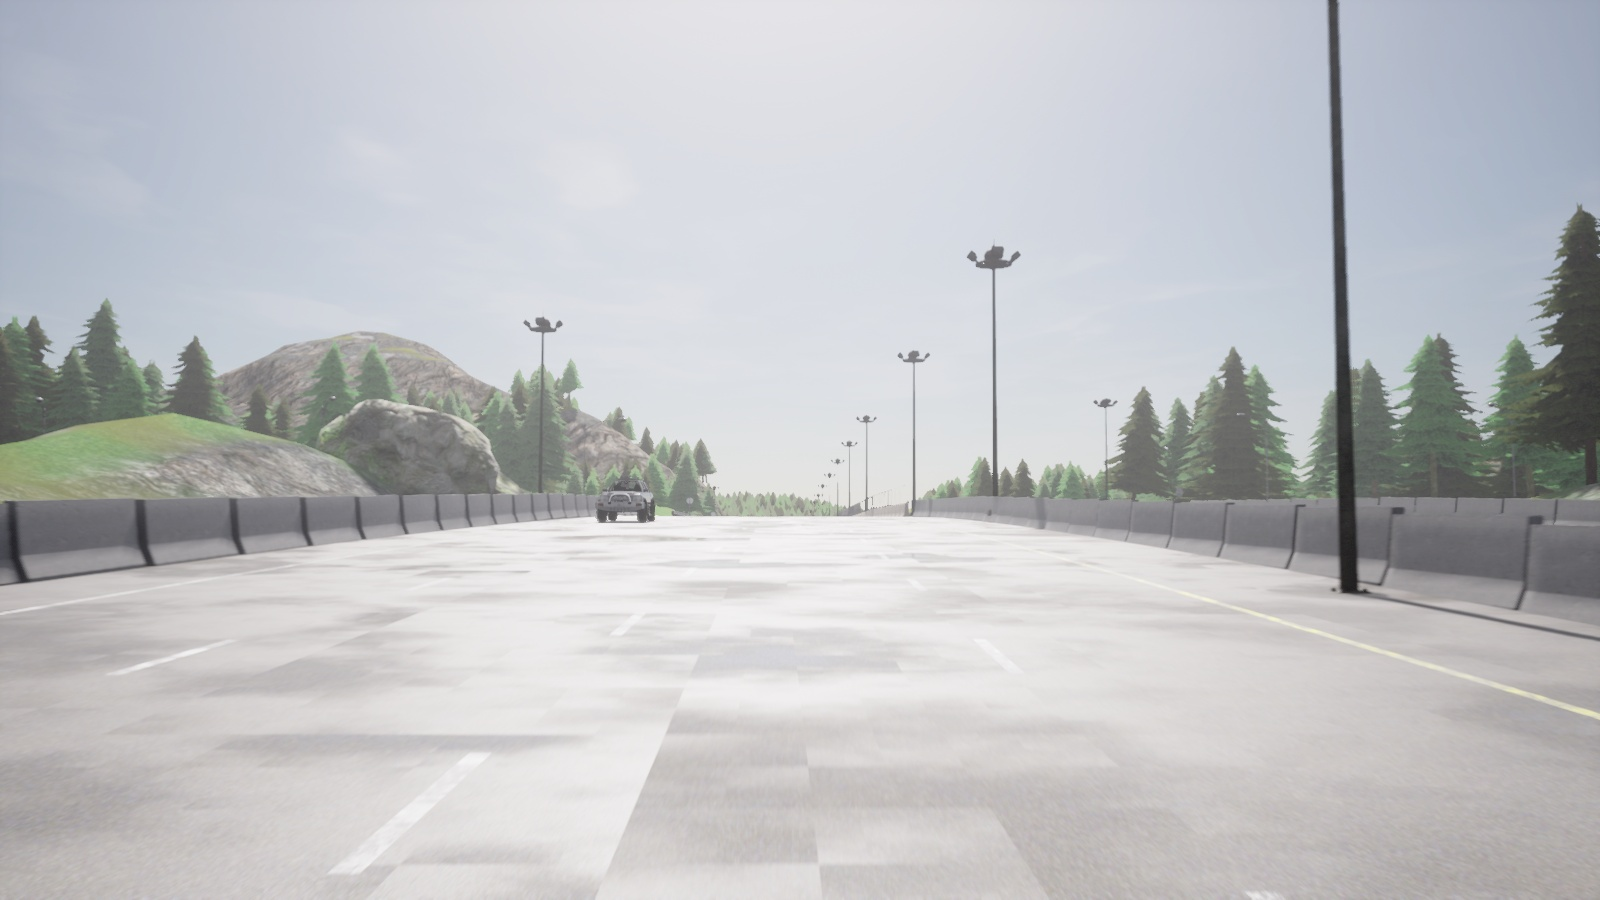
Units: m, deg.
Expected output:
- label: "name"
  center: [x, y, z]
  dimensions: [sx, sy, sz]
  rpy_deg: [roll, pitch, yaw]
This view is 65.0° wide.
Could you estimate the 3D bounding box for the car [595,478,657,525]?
- label: "car"
  center: [-7.125, 2.108, 51.910]
  dimensions: [1.932, 1.855, 4.605]
  rpy_deg: [0, -2, 0]
